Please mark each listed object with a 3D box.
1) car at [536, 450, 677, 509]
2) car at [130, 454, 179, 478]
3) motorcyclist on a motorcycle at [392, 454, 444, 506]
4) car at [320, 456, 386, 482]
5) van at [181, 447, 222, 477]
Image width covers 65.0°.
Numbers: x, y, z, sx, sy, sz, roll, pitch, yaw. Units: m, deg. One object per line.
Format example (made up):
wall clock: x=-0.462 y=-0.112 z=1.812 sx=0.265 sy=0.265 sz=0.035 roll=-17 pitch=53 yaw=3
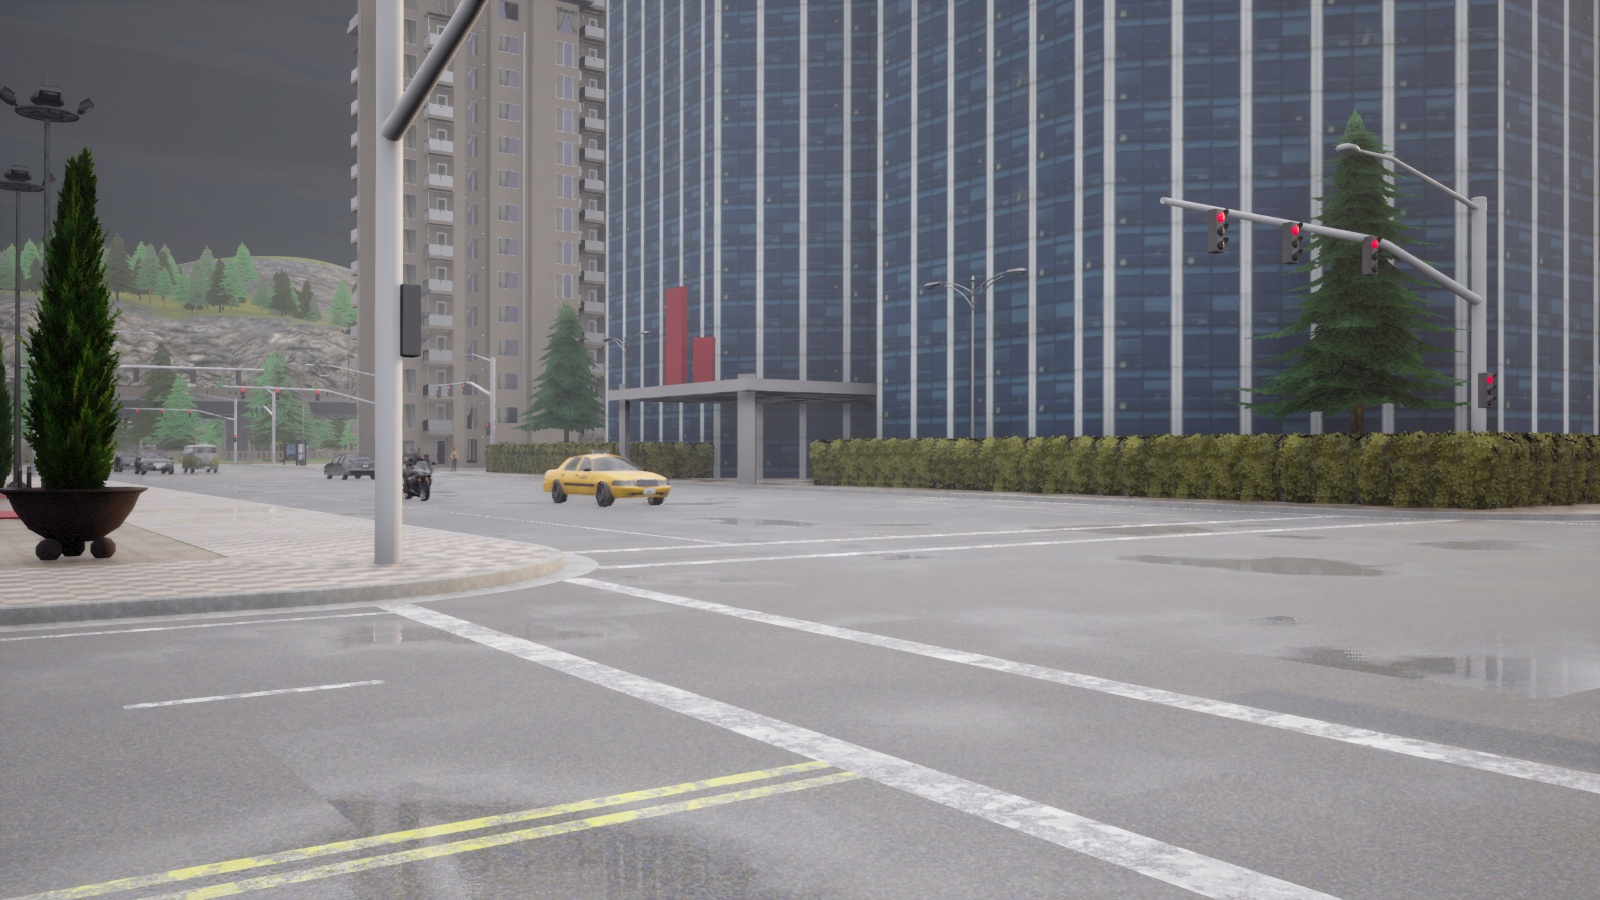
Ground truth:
car: x=-5.644 y=0.784 z=36.016 sx=1.801 sy=1.575 sz=5.366 roll=0 pitch=0 yaw=-35
car: x=-41.650 y=0.987 z=80.979 sx=2.128 sy=1.511 sz=4.902 roll=0 pitch=0 yaw=-35
motorcyclist on a motorcycle: x=-11.762 y=0.899 z=38.618 sx=0.866 sy=1.530 sz=2.191 roll=0 pitch=0 yaw=-35
car: x=-24.587 y=1.013 z=68.936 sx=2.033 sy=1.411 sz=5.357 roll=0 pitch=0 yaw=-35
van: x=-41.238 y=0.797 z=86.465 sx=1.775 sy=1.987 sz=4.442 roll=0 pitch=0 yaw=-35
